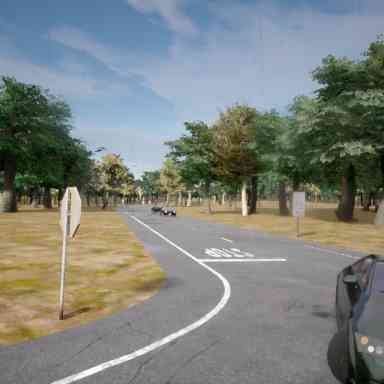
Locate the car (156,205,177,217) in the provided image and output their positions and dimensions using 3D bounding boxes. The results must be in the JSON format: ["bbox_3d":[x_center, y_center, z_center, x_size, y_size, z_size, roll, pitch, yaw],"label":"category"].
[{"bbox_3d":[-3.551,2.853,48.067,1.895,1.301,4.718,3,-2,-14],"label":"car"}]

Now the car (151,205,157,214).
[{"bbox_3d":[-5.829,2.964,56.908,1.882,1.535,5.008,3,-2,-14],"label":"car"}]

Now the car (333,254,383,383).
[{"bbox_3d":[3.144,1.644,4.681,1.994,1.385,4.181,1,-1,22],"label":"car"}]
